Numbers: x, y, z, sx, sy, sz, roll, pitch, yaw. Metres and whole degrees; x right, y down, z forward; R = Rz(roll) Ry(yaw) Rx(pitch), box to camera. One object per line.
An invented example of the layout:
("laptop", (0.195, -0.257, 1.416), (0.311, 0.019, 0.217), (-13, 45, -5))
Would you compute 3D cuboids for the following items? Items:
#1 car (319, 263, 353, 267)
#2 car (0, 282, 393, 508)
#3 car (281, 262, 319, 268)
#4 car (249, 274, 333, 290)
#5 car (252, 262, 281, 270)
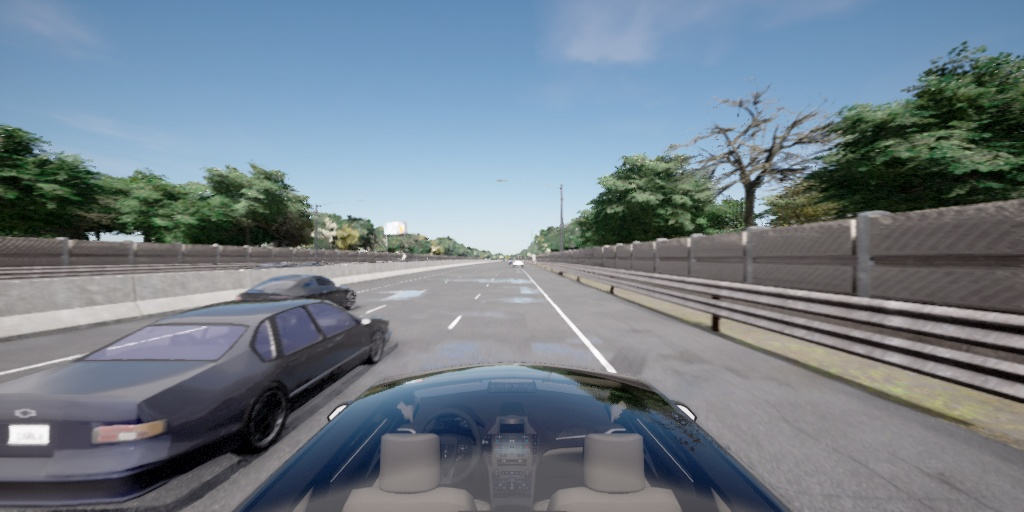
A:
("car", (-17.558, 1.487, 37.165), (1.895, 1.301, 4.718), (0, 0, 0))
("car", (-3.397, 1.311, 5.033), (2.033, 1.411, 5.357), (0, 0, 0))
("car", (-21.058, 1.390, 36.935), (1.837, 1.490, 4.892), (0, 0, 0))
("car", (-6.895, 1.316, 11.847), (1.812, 1.442, 4.674), (0, 0, 0))
("car", (-24.559, 1.377, 36.937), (2.128, 1.511, 4.902), (0, 0, 0))
